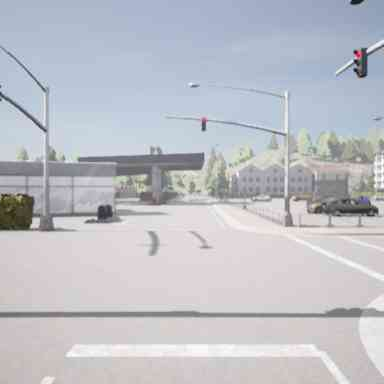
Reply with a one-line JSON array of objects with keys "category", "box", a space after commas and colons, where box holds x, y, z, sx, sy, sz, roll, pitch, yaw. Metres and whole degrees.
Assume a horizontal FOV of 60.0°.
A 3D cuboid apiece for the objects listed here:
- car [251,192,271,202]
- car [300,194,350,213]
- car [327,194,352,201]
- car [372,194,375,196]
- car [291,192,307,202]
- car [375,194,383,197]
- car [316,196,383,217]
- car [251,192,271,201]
[{"category": "car", "box": [13.629, 1.284, 65.774, 3.806, 1.475, 1.970, 0, 0, 0]}, {"category": "car", "box": [13.383, 1.293, 31.517, 5.027, 1.636, 2.152, 0, 0, 0]}, {"category": "car", "box": [32.179, 1.212, 72.592, 4.514, 1.523, 2.007, 0, 0, 0]}, {"category": "car", "box": [21.160, 1.269, 43.296, 3.633, 1.501, 1.845, 0, 0, 0]}, {"category": "car", "box": [22.108, 1.020, 65.738, 4.605, 1.855, 1.932, 0, 0, 0]}, {"category": "car", "box": [39.196, 1.151, 68.868, 3.806, 1.475, 1.970, 0, 0, 0]}, {"category": "car", "box": [13.408, 1.306, 28.380, 4.514, 1.523, 2.007, 0, 0, 0]}, {"category": "car", "box": [14.269, 0.996, 69.093, 3.866, 1.878, 1.905, 0, 0, 0]}]
